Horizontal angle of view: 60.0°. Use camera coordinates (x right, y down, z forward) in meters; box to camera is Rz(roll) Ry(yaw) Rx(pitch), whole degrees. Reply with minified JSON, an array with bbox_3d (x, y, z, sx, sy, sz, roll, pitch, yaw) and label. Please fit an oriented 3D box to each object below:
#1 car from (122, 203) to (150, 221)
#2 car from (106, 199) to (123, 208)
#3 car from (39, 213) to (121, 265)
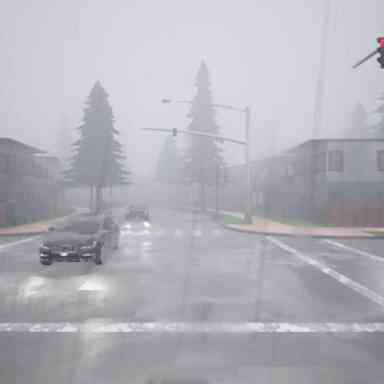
[{"bbox_3d":[-4.648,1.733,28.992,1.895,1.301,4.718,0,0,-6],"label":"car"},{"bbox_3d":[-12.582,1.823,53.868,2.033,1.411,5.357,0,0,-31],"label":"car"},{"bbox_3d":[-3.766,1.559,11.910,1.837,1.490,4.892,0,-1,-3],"label":"car"}]
